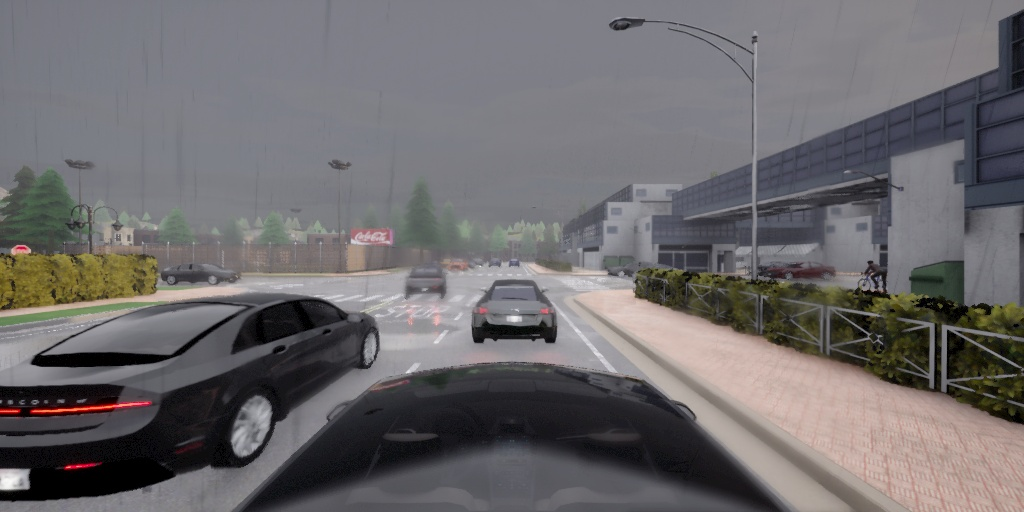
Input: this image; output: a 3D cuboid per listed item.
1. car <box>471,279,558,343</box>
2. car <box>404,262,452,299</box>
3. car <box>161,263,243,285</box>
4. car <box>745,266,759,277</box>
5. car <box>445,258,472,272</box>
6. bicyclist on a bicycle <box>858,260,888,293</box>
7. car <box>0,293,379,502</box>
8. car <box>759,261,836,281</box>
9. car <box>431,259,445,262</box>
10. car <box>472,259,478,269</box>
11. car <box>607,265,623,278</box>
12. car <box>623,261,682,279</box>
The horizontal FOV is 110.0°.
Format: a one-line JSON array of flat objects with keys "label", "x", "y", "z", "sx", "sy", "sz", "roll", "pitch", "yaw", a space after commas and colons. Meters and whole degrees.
[{"label": "car", "x": 0.071, "y": 1.314, "z": 9.676, "sx": 1.994, "sy": 1.385, "sz": 4.181, "roll": 0, "pitch": 0, "yaw": 1}, {"label": "car", "x": -4.284, "y": 1.242, "z": 18.011, "sx": 2.128, "sy": 1.511, "sz": 4.902, "roll": 0, "pitch": 0, "yaw": -11}, {"label": "car", "x": -21.835, "y": 1.238, "z": 25.335, "sx": 4.892, "sy": 1.490, "sz": 1.837, "roll": 0, "pitch": 0, "yaw": 0}, {"label": "car", "x": 24.350, "y": 1.241, "z": 33.143, "sx": 4.902, "sy": 1.511, "sz": 2.128, "roll": 0, "pitch": 0, "yaw": 0}, {"label": "car", "x": -6.941, "y": 1.102, "z": 46.641, "sx": 2.097, "sy": 1.767, "sz": 4.553, "roll": 0, "pitch": 0, "yaw": 1}, {"label": "bicyclist on a bicycle", "x": 18.320, "y": 1.053, "z": 18.167, "sx": 0.582, "sy": 1.620, "sz": 1.656, "roll": 0, "pitch": 0, "yaw": 0}, {"label": "car", "x": -3.397, "y": 1.255, "z": 4.836, "sx": 1.837, "sy": 1.490, "sz": 4.892, "roll": 0, "pitch": 0, "yaw": 0}, {"label": "car", "x": 23.792, "y": 1.228, "z": 29.644, "sx": 5.008, "sy": 1.535, "sz": 1.882, "roll": 0, "pitch": 0, "yaw": 0}, {"label": "car", "x": -10.431, "y": 1.314, "z": 47.785, "sx": 1.994, "sy": 1.385, "sz": 4.181, "roll": 0, "pitch": 0, "yaw": 1}, {"label": "car", "x": -6.861, "y": 1.351, "z": 55.628, "sx": 1.895, "sy": 1.301, "sz": 4.718, "roll": 0, "pitch": 0, "yaw": 1}, {"label": "car", "x": 11.347, "y": 1.253, "z": 33.199, "sx": 4.892, "sy": 1.490, "sz": 1.837, "roll": -1, "pitch": 0, "yaw": 1}, {"label": "car", "x": 11.834, "y": 1.314, "z": 29.656, "sx": 4.181, "sy": 1.385, "sz": 1.994, "roll": 0, "pitch": 0, "yaw": -1}]
